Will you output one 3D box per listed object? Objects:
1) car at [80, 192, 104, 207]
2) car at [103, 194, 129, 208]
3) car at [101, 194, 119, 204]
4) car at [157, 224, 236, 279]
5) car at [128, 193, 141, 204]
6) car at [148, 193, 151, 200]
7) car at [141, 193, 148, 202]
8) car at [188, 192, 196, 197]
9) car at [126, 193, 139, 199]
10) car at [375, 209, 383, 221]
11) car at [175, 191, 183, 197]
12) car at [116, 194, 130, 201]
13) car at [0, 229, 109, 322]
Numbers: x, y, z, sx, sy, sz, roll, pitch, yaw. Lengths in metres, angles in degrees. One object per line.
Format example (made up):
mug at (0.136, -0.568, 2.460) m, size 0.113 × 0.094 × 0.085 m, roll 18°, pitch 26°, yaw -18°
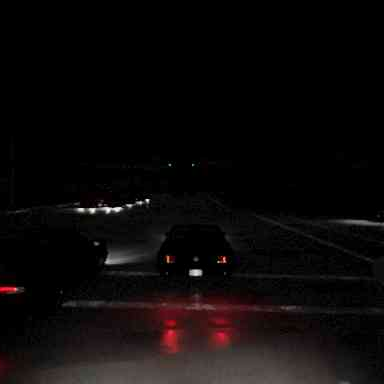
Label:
car at (-14.086, 1.078, 47.522) m, size 2.150 × 2.045 × 5.566 m, roll 0°, pitch 1°, yaw 0°
car at (-10.580, 1.426, 46.798) m, size 1.994 × 1.385 × 4.181 m, roll 0°, pitch 1°, yaw 0°
car at (-14.026, 1.213, 57.332) m, size 1.882 × 1.535 × 5.008 m, roll 0°, pitch 1°, yaw 1°
car at (0.098, 1.599, 10.004) m, size 1.895 × 1.301 × 4.718 m, roll 0°, pitch 0°, yaw 0°
car at (-10.540, 1.302, 55.943) m, size 2.033 × 1.411 × 5.357 m, roll 0°, pitch 1°, yaw 0°
car at (-10.492, 0.934, 75.519) m, size 1.812 × 1.442 × 4.674 m, roll 0°, pitch 1°, yaw 0°
car at (-10.493, 1.167, 65.592) m, size 1.994 × 1.385 × 4.181 m, roll 0°, pitch 1°, yaw 0°
car at (0.009, 0.675, 88.073) m, size 2.128 × 1.511 × 4.902 m, roll 0°, pitch 1°, yaw 0°
car at (-13.992, 0.897, 77.976) m, size 2.033 × 1.411 × 5.357 m, roll 0°, pitch 1°, yaw 0°
car at (16.158, 1.522, 24.732) m, size 4.674 × 1.442 × 1.812 m, roll 0°, pitch 0°, yaw -2°
car at (-3.491, 0.502, 88.232) m, size 2.097 × 1.767 × 4.553 m, roll 0°, pitch 1°, yaw 0°
car at (-13.993, 1.093, 67.603) m, size 1.812 × 1.442 × 4.674 m, roll 0°, pitch 1°, yaw 0°
car at (-3.403, 1.546, 7.547) m, size 2.033 × 1.411 × 5.357 m, roll 0°, pitch 0°, yaw 0°
